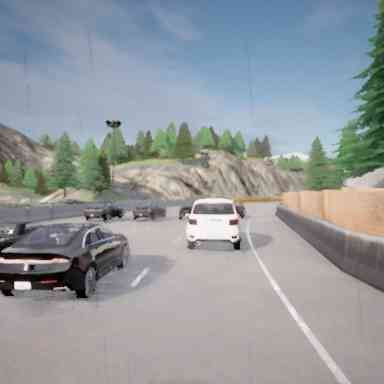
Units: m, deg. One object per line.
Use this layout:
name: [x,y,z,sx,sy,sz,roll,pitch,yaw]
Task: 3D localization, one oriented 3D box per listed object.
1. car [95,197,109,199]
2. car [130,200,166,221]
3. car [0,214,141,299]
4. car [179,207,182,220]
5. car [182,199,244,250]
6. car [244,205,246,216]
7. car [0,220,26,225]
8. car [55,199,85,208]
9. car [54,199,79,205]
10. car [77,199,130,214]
car: [-15.071,1.686,54.278,2.097,1.767,4.553,0,0,19]
car: [-3.656,1.683,29.437,2.128,1.511,4.902,0,0,12]
car: [-2.996,1.544,8.612,2.128,1.511,4.902,0,0,4]
car: [0.126,1.712,30.426,1.837,1.490,4.892,0,0,12]
car: [1.098,1.329,15.218,2.150,2.045,5.566,0,0,6]
car: [4.288,1.711,32.895,1.882,1.535,5.008,0,0,14]
car: [-6.255,1.669,11.998,1.895,1.301,4.718,0,0,5]
car: [-21.193,1.892,57.999,2.033,1.411,5.357,0,0,20]
car: [-19.510,1.800,52.114,2.128,1.511,4.902,0,0,19]
car: [-7.414,1.668,28.506,2.128,1.511,4.902,0,0,11]
